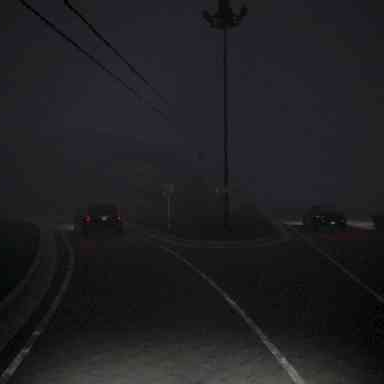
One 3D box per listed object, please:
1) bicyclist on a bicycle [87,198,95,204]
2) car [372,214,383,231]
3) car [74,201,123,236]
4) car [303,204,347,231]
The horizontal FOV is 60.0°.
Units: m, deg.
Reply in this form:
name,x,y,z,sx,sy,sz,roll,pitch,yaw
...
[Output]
name,x,y,z,sx,sy,sz,roll,pitch,yaw
bicyclist on a bicycle,-9.821,1.372,32.199,0.582,1.620,1.656,0,0,43
car,11.034,1.530,17.145,1.895,1.301,4.718,0,0,9
car,-5.430,1.392,18.976,2.097,1.767,4.553,0,0,-26
car,7.988,1.475,20.265,1.812,1.442,4.674,0,0,9
